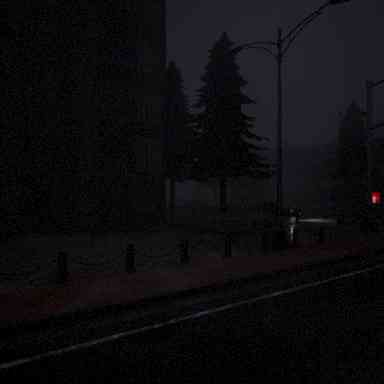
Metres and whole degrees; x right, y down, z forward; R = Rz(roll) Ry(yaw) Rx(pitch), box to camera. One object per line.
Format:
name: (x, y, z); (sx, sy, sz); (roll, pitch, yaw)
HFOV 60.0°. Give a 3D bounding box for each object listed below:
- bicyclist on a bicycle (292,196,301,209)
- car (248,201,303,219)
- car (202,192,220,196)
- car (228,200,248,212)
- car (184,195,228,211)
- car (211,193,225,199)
bicyclist on a bicycle: (11.496, 1.316, 36.649); (1.656, 1.620, 0.582); (0, 0, -37)
car: (7.558, 1.541, 29.486); (1.812, 1.442, 4.674); (0, 0, -38)
car: (5.199, 1.112, 92.455); (1.932, 1.855, 4.605); (0, 0, -37)
car: (4.759, 1.616, 39.283); (1.895, 1.301, 4.718); (0, 0, -37)
car: (1.354, 1.493, 37.674); (1.882, 1.535, 5.008); (0, 0, -37)
car: (7.287, 1.092, 94.517); (1.905, 1.878, 3.866); (0, 0, -37)
